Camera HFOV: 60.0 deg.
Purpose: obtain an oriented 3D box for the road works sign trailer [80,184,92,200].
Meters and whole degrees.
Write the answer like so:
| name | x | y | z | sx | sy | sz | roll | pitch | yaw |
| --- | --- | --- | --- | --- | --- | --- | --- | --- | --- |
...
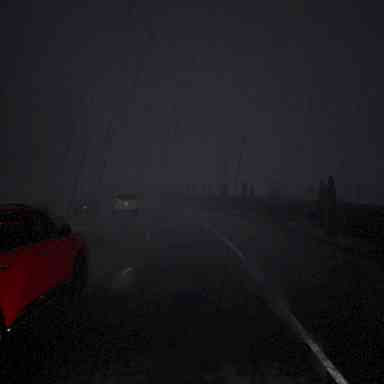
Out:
| name | x | y | z | sx | sy | sz | roll | pitch | yaw |
| --- | --- | --- | --- | --- | --- | --- | --- | --- | --- |
| road works sign trailer | -24.557 | -0.078 | 76.251 | 2.380 | 3.560 | 2.880 | 0 | 1 | -42 |

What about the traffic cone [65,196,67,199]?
| name | x | y | z | sx | sy | sz | roll | pitch | yaw |
| --- | --- | --- | --- | --- | --- | --- | --- | --- | --- |
| traffic cone | -30.357 | 1.383 | 80.454 | 0.340 | 0.580 | 0.340 | 0 | 1 | -42 |

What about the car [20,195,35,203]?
| name | x | y | z | sx | sy | sz | roll | pitch | yaw |
| --- | --- | --- | --- | --- | --- | --- | --- | --- | --- |
| car | -28.050 | 1.162 | 56.793 | 1.994 | 1.385 | 4.181 | 0 | 0 | -30 |

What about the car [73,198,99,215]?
| name | x | y | z | sx | sy | sz | roll | pitch | yaw |
| --- | --- | --- | --- | --- | --- | --- | --- | --- | --- |
| car | -9.932 | 1.340 | 31.381 | 1.994 | 1.385 | 4.181 | 0 | 0 | -13 |

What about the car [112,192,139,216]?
| name | x | y | z | sx | sy | sz | roll | pitch | yaw |
| --- | --- | --- | --- | --- | --- | --- | --- | --- | --- |
| car | -5.997 | 1.007 | 30.076 | 2.150 | 2.045 | 5.566 | 0 | 0 | -12 |

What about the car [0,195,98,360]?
| name | x | y | z | sx | sy | sz | roll | pitch | yaw |
| --- | --- | --- | --- | --- | --- | --- | --- | --- | --- |
| car | -3.434 | 1.185 | 5.356 | 2.150 | 2.045 | 5.566 | 0 | 1 | 0 |

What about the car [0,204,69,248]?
| name | x | y | z | sx | sy | sz | roll | pitch | yaw |
| --- | --- | --- | --- | --- | --- | --- | --- | --- | --- |
| car | -7.360 | 1.395 | 15.393 | 1.837 | 1.490 | 4.892 | 0 | 0 | -4 |
